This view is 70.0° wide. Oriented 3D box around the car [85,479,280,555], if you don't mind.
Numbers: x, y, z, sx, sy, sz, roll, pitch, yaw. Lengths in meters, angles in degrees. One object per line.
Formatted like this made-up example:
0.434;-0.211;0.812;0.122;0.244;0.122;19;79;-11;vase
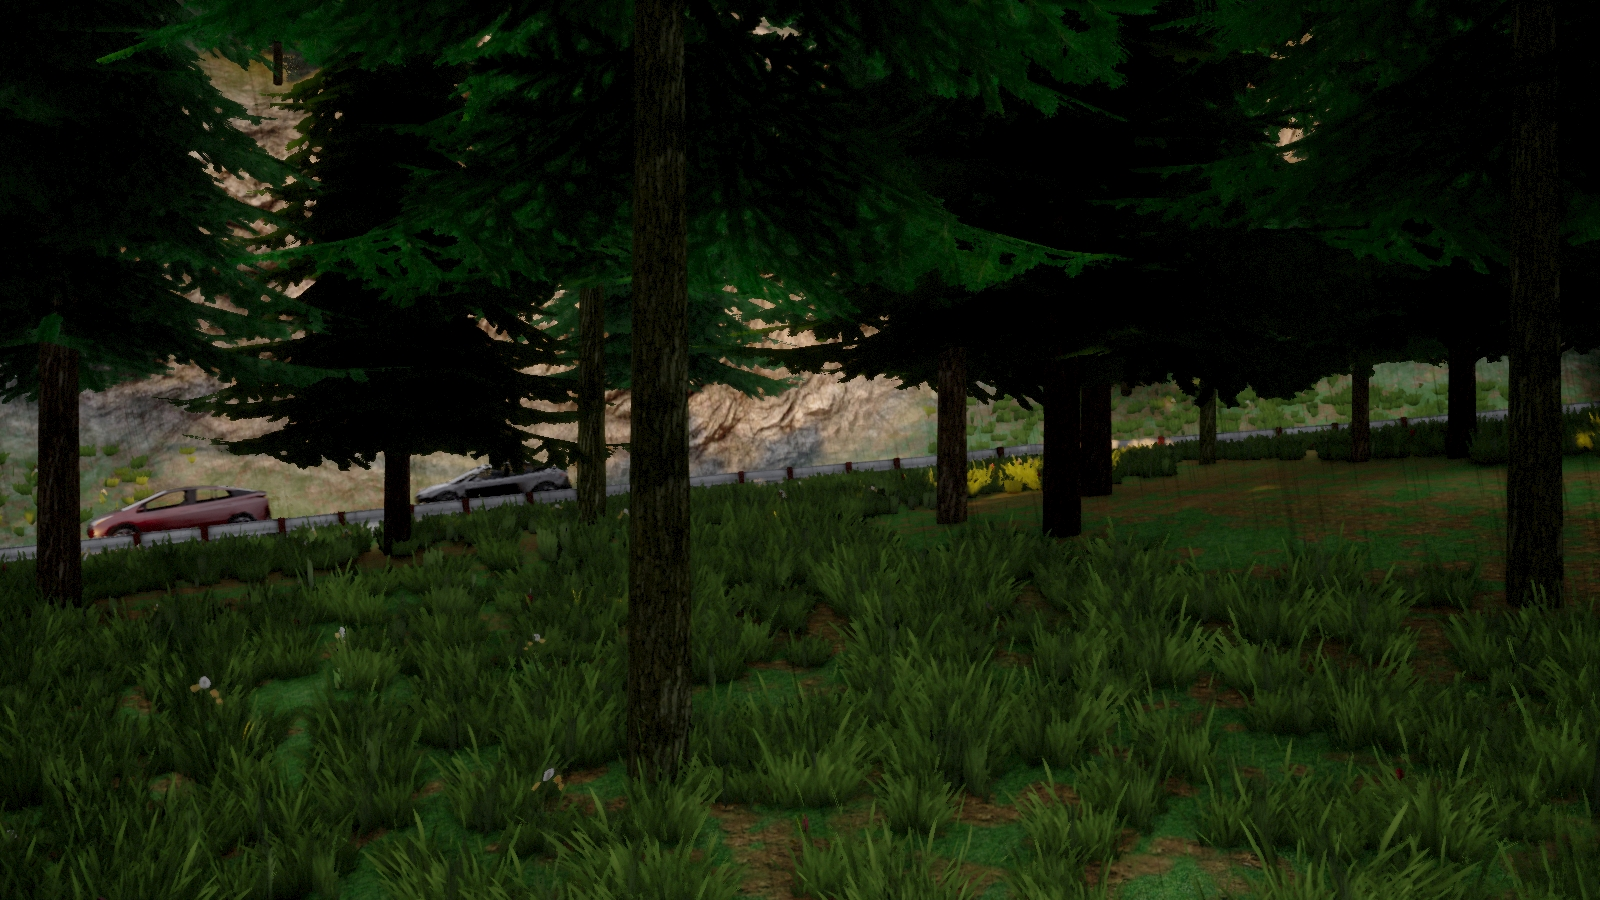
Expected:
-17.060;1.785;31.636;4.514;1.525;2.007;-5;3;-32;car
